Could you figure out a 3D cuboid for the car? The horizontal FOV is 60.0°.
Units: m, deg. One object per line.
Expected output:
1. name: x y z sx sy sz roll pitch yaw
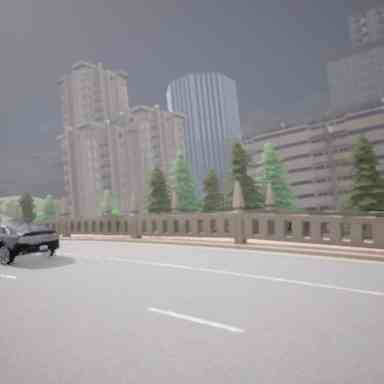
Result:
1. car: -7.397 1.966 13.573 4.902 1.511 2.128 -4 -2 35
